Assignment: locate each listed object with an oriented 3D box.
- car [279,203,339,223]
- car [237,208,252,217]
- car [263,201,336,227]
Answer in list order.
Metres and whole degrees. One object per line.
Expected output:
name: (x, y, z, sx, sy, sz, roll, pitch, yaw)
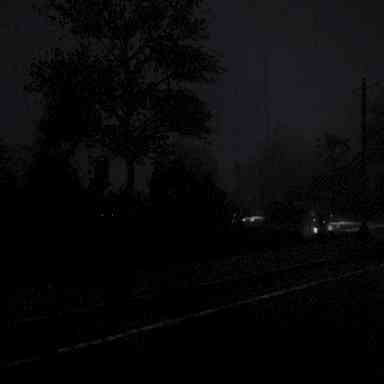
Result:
car: (9.312, 1.644, 26.741, 1.994, 1.385, 4.181, 0, -1, -39)
car: (3.923, 1.762, 33.194, 1.994, 1.385, 4.181, 0, -1, -41)
car: (7.295, 1.420, 23.618, 2.097, 1.767, 4.553, 0, -1, -38)
